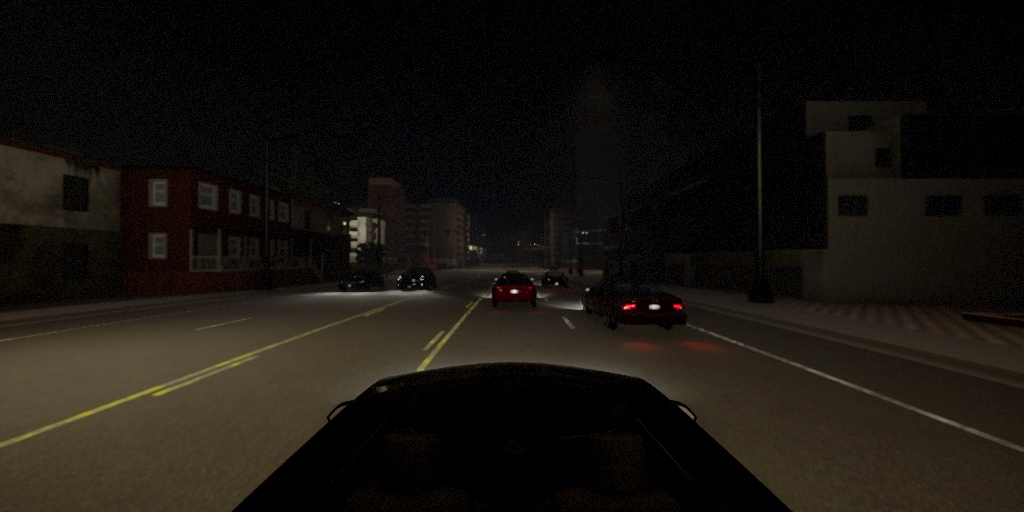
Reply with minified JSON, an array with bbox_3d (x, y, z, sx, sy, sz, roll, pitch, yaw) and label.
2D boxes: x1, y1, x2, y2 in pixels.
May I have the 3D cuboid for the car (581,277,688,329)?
[{"bbox_3d":[3.598,1.381,11.565,2.033,1.411,5.357,0,-1,0],"label":"car"}]

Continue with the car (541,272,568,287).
[{"bbox_3d":[3.596,2.020,31.105,1.895,1.301,4.718,0,-2,0],"label":"car"}]

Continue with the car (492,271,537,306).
[{"bbox_3d":[0.098,1.505,16.937,1.994,1.385,4.181,0,-1,0],"label":"car"}]

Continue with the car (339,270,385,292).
[{"bbox_3d":[-10.599,1.743,25.726,1.812,1.442,4.674,0,-2,0],"label":"car"}]

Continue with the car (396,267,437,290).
[{"bbox_3d":[-7.096,1.620,27.079,2.097,1.767,4.553,0,-2,0],"label":"car"}]
